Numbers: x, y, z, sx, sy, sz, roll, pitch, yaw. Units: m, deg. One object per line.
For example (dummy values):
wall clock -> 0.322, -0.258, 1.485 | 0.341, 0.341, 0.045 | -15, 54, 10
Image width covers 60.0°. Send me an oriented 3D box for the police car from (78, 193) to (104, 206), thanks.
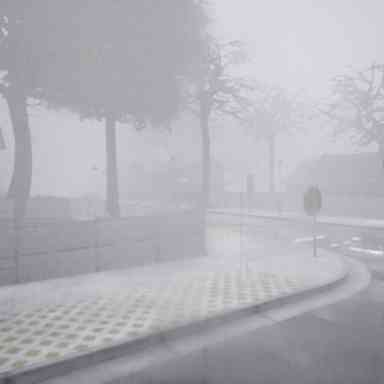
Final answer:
police car -> -11.909, 0.922, 39.512 | 2.038, 1.542, 4.974 | -1, 1, -35
